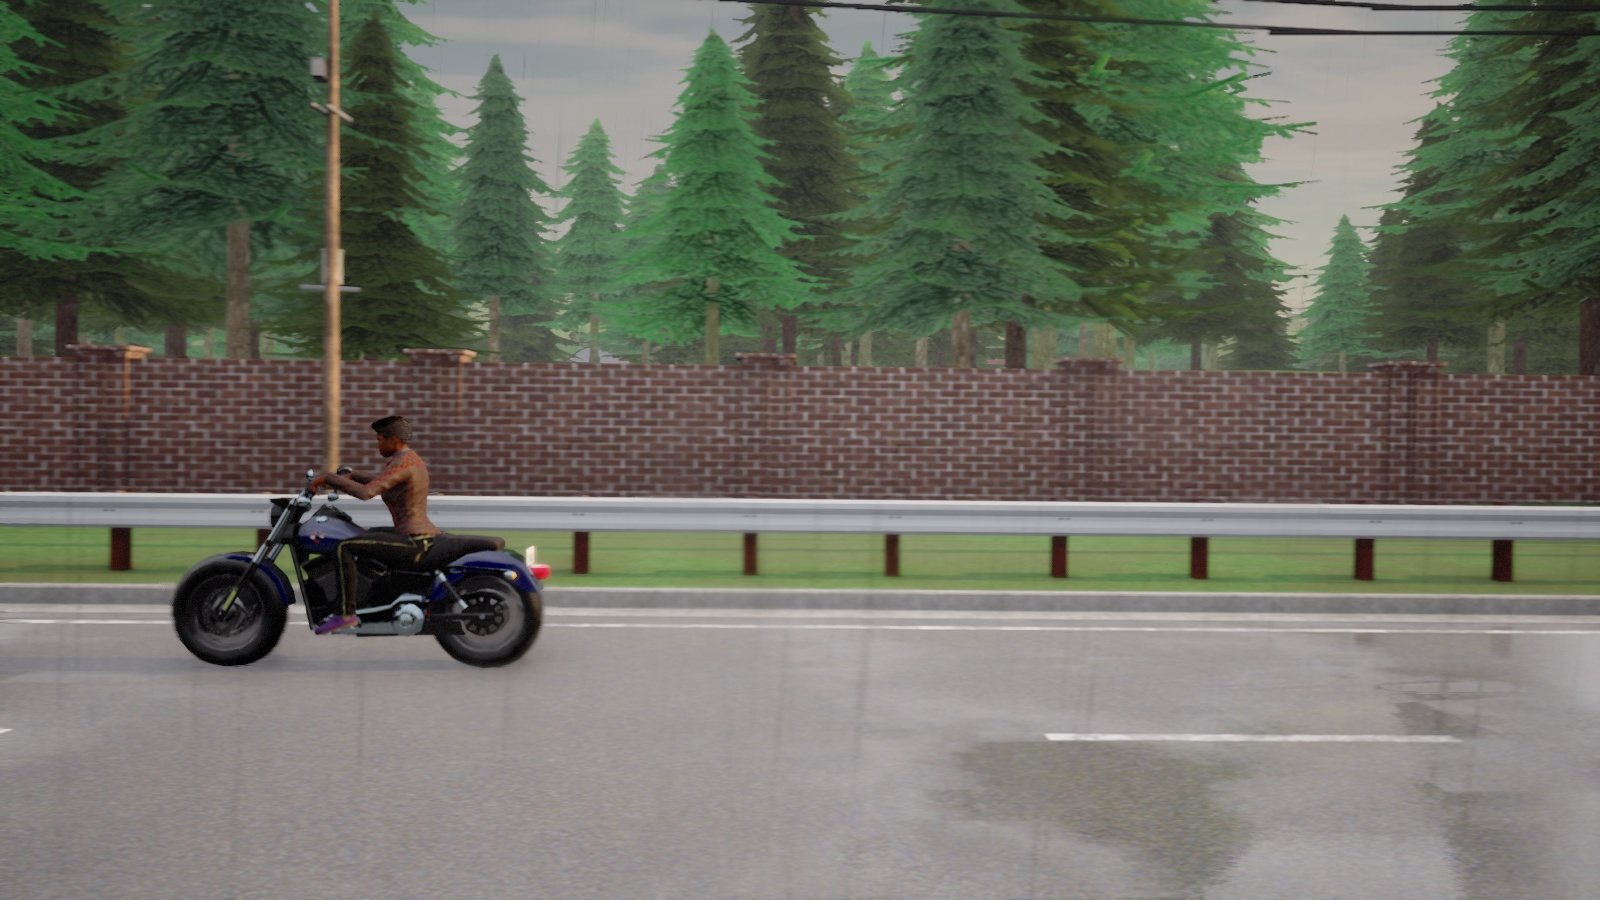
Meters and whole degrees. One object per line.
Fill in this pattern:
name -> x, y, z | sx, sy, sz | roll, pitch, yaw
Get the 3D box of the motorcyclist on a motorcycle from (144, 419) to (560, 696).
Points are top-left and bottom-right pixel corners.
motorcyclist on a motorcycle -> -2.792, 0.648, 8.017 | 2.350, 1.649, 0.766 | -1, 1, -1
